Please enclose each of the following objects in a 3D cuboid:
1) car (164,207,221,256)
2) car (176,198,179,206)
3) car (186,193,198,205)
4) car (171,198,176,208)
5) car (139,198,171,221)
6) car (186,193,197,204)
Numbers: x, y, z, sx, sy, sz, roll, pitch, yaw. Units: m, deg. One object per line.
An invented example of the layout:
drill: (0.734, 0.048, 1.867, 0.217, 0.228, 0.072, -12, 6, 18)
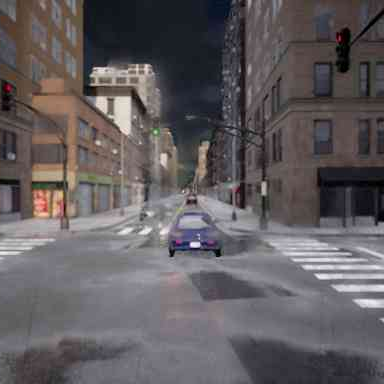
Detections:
car: (0.091, 1.527, 12.990, 1.812, 1.442, 4.674, 0, 0, 0)
car: (-3.063, 1.588, 52.765, 1.895, 1.301, 4.718, 0, 0, 1)
car: (-0.010, 1.461, 56.766, 1.882, 1.535, 5.008, 0, 0, 0)
car: (-3.092, 1.523, 37.723, 1.812, 1.442, 4.674, 0, 0, 0)
car: (-3.099, 1.492, 27.195, 2.128, 1.511, 4.902, 0, 0, 0)
car: (-0.013, 1.205, 67.215, 2.150, 2.045, 5.566, 0, 0, 0)
